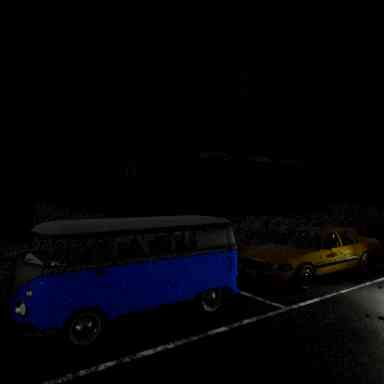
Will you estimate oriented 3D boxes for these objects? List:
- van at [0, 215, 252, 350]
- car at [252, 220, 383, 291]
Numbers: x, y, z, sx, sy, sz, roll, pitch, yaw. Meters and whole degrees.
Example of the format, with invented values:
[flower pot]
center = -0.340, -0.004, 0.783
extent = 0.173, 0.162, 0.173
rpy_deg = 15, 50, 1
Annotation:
[van]
center = -1.006, 1.341, 5.928
extent = 3.998, 1.788, 1.690
rpy_deg = 0, 0, -35
[car]
center = 3.291, 1.525, 8.976
extent = 4.829, 1.417, 1.752
rpy_deg = 0, 0, -35
